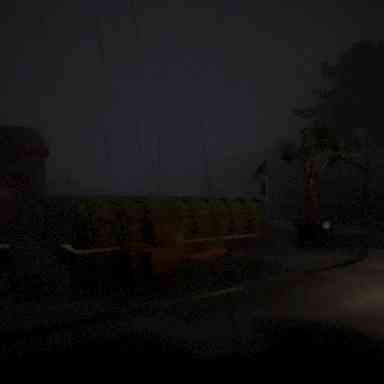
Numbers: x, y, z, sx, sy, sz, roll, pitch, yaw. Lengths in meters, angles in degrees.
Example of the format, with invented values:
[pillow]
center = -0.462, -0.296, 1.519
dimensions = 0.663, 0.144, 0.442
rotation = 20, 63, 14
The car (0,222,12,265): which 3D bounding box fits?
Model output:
[car]
center = -6.904, 1.358, 10.471
dimensions = 2.033, 1.415, 5.357
rotation = 0, 0, -33
